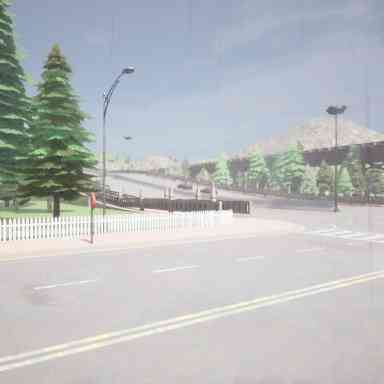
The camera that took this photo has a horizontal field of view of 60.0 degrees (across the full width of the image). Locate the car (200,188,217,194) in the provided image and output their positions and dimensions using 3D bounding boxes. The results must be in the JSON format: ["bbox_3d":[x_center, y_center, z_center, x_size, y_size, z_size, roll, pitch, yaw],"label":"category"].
[{"bbox_3d":[3.555,-0.204,70.524,1.812,1.442,4.674,0,7,-34],"label":"car"}]

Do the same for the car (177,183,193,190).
[{"bbox_3d":[-1.701,-1.376,78.265,2.128,1.511,4.902,0,7,-34],"label":"car"}]
